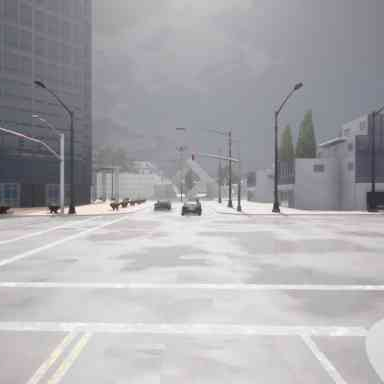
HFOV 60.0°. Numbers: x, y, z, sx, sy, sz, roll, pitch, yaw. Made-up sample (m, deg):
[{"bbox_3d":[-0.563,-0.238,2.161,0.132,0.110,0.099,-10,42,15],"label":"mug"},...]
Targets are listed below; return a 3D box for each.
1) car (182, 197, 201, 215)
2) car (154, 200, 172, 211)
[{"bbox_3d":[-0.031,1.565,34.572,1.994,1.385,4.181,0,0,1],"label":"car"},{"bbox_3d":[-3.615,1.601,41.553,1.895,1.301,4.718,0,0,0],"label":"car"}]
